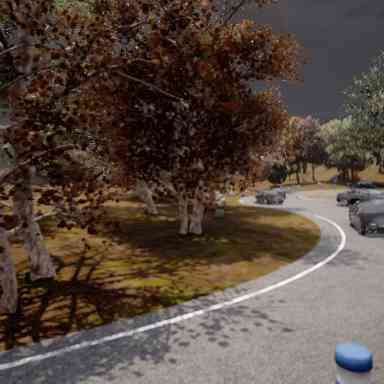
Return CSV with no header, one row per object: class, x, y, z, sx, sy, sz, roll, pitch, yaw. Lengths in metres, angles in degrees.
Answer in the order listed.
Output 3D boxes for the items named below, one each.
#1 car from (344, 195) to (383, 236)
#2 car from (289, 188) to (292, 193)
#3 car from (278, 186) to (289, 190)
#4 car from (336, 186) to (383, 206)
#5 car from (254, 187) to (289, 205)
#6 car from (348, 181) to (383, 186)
car,8.929,1.161,16.242,1.837,1.490,4.892,-1,2,17
car,14.610,-0.278,55.583,4.718,1.301,1.895,-5,3,-40
car,11.356,0.191,44.421,2.033,1.411,5.357,-2,2,13
car,14.940,0.481,28.698,2.128,1.511,4.902,-4,2,-35
car,8.178,0.568,35.810,1.837,1.490,4.892,-4,2,-9
car,29.764,-1.167,57.835,5.008,1.535,1.882,-2,2,4
